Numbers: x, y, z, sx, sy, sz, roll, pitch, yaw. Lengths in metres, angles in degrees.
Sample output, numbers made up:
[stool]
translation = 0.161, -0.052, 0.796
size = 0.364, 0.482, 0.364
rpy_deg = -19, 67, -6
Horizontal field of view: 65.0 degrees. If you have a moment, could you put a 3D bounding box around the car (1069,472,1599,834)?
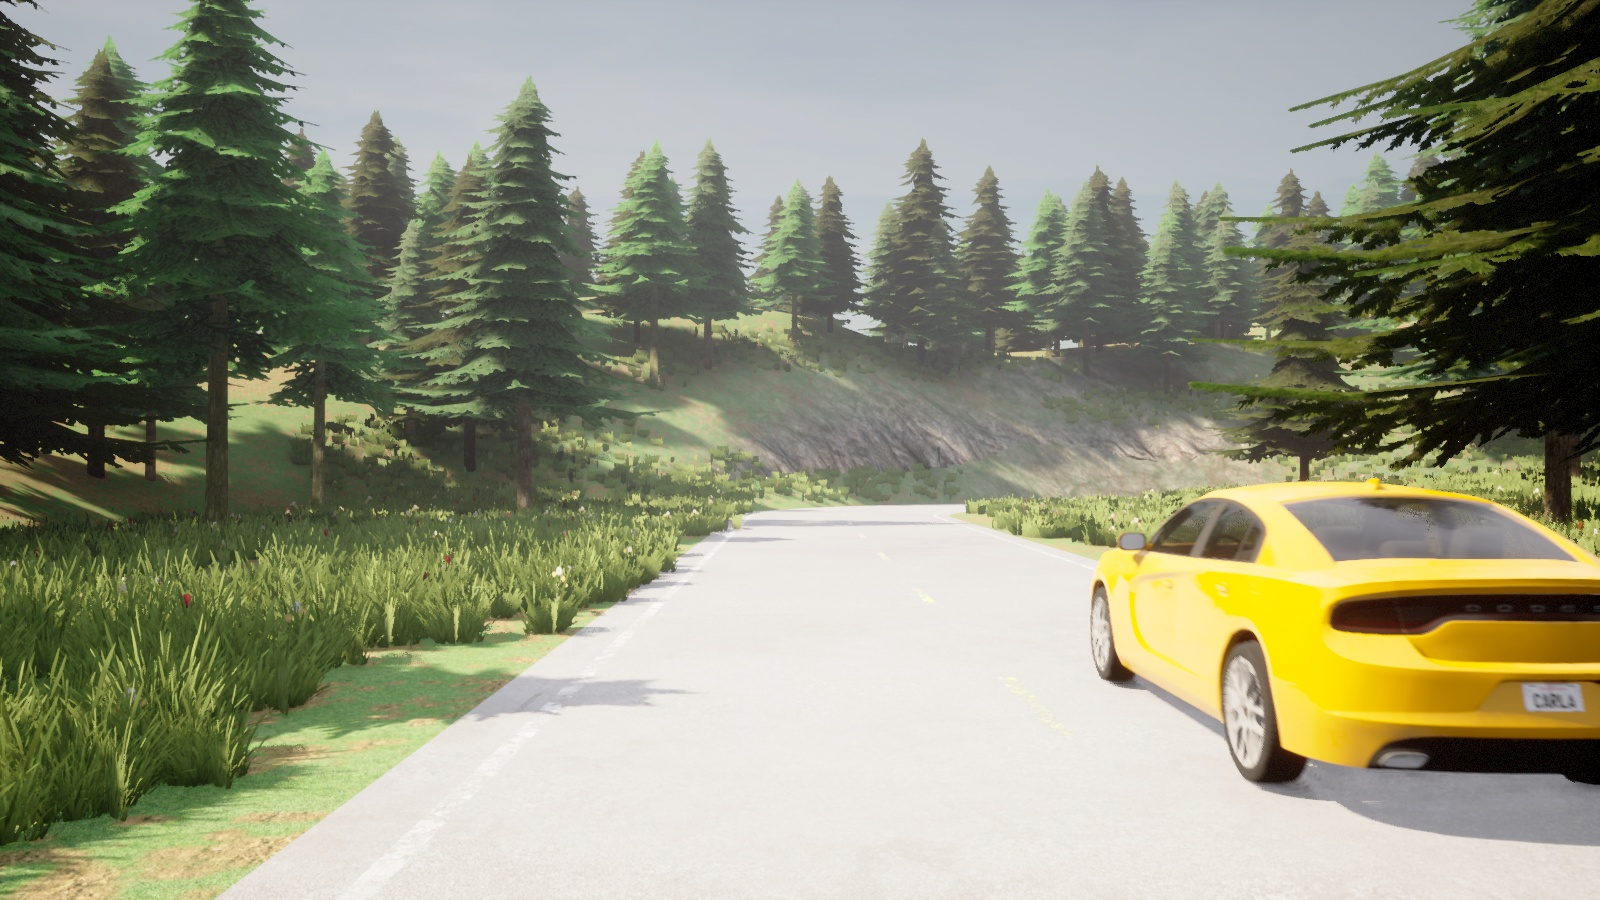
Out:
[car]
translation = 3.180, 0.912, 7.888
size = 1.882, 1.535, 5.008
rpy_deg = 0, -1, 0
